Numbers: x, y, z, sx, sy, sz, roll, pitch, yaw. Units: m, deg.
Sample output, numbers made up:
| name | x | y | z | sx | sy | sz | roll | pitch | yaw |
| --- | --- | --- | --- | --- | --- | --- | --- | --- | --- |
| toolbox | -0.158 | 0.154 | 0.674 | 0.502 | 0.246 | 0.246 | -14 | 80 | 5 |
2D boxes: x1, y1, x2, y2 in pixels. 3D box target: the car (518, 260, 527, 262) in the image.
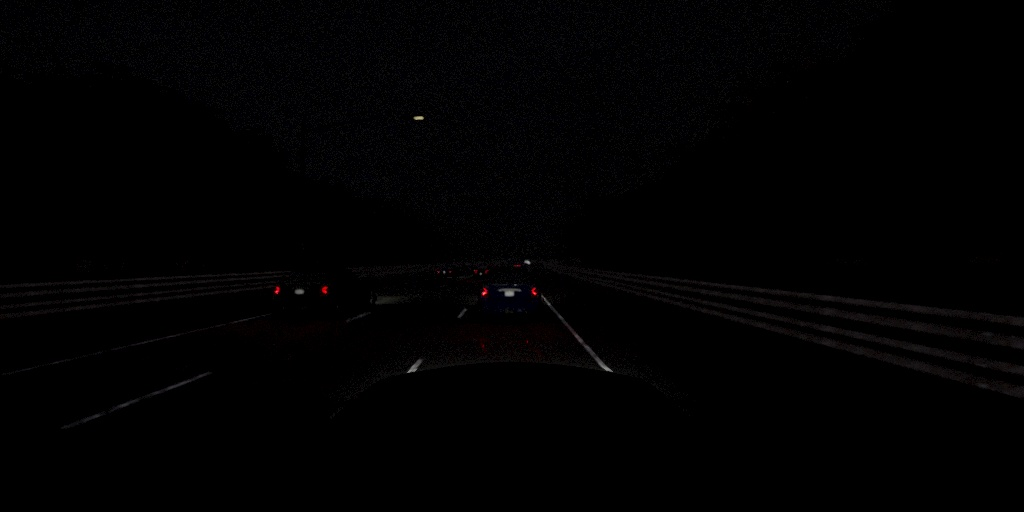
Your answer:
| name | x | y | z | sx | sy | sz | roll | pitch | yaw |
| --- | --- | --- | --- | --- | --- | --- | --- | --- | --- |
| car | 1.025 | 1.911 | 63.301 | 2.128 | 1.511 | 4.902 | 0 | -1 | 3 |

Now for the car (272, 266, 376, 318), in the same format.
| name | x | y | z | sx | sy | sz | roll | pitch | yaw |
| --- | --- | --- | --- | --- | --- | --- | --- | --- | --- |
| car | -6.988 | 1.238 | 13.912 | 2.097 | 1.767 | 4.553 | 0 | -1 | 0 |

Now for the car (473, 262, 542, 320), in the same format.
| name | x | y | z | sx | sy | sz | roll | pitch | yaw |
| --- | --- | --- | --- | --- | --- | --- | --- | --- | --- |
| car | -0.084 | 1.228 | 13.391 | 2.097 | 1.767 | 4.553 | 0 | -1 | 0 |

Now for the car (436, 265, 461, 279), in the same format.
| name | x | y | z | sx | sy | sz | roll | pitch | yaw |
| --- | --- | --- | --- | --- | --- | --- | --- | --- | --- |
| car | -6.772 | 1.716 | 38.784 | 2.033 | 1.411 | 5.357 | 0 | -1 | 1 |
